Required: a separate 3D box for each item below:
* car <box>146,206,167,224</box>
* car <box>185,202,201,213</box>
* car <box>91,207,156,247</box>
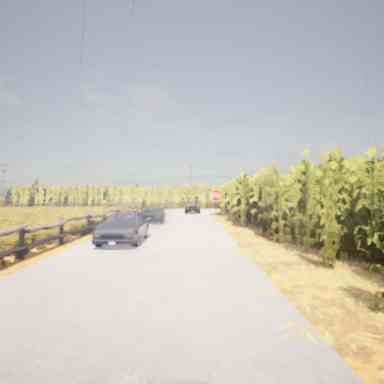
[{"bbox_3d":[-3.138,1.785,26.639,1.994,1.385,4.181,0,0,0],"label":"car"},{"bbox_3d":[0.031,1.943,41.197,1.895,1.301,4.718,0,0,-1],"label":"car"},{"bbox_3d":[-3.178,1.680,15.896,2.033,1.411,5.357,0,0,0],"label":"car"}]
